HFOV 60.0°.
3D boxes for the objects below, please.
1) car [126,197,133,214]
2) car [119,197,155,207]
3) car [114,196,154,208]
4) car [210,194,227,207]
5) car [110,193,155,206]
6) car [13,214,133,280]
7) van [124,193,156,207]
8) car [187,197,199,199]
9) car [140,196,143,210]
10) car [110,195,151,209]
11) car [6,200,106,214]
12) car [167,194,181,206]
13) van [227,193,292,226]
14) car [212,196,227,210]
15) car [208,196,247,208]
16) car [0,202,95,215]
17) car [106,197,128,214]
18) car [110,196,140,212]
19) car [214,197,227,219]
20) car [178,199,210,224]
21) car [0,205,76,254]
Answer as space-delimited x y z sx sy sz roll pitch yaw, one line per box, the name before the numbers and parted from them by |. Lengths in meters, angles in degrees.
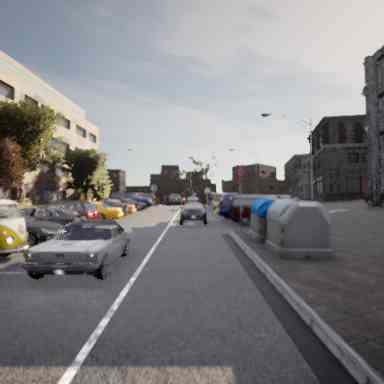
car | -7.681 1.425 27.446 4.792 1.488 2.163 0 0 0
car | -7.684 1.390 46.982 4.792 1.488 2.163 0 0 0
car | -7.653 1.348 44.150 5.008 1.535 2.097 0 0 0
car | 4.862 1.358 38.762 5.366 1.575 1.946 0 0 0
car | -7.625 1.101 41.415 5.566 2.045 2.435 0 0 0
car | -3.101 1.570 9.995 1.895 1.301 4.718 0 0 0
van | -7.771 1.168 49.771 4.442 1.987 1.878 0 -1 0
car | 0.096 1.351 41.042 1.882 1.535 5.008 0 0 0
car | -7.682 1.408 33.035 4.792 1.488 2.163 0 0 0
car | -7.624 1.391 38.622 4.792 1.488 2.163 0 0 0
car | -7.620 1.296 19.064 4.553 1.767 2.185 0 0 0
car | -3.005 1.338 57.785 2.150 2.045 5.566 0 -2 0
van | 4.795 1.186 22.140 4.442 1.987 1.878 0 0 0
car | 4.674 1.418 33.181 4.674 1.452 2.002 0 0 0
car | 4.681 1.348 44.470 5.008 1.535 2.097 0 0 0
car | -7.646 1.431 16.273 4.892 1.521 2.231 0 0 0
car | -7.838 1.401 24.654 5.366 1.575 1.946 0 0 0
car | -7.838 1.384 30.241 5.366 1.575 1.946 0 0 0
car | 4.675 1.426 30.514 4.674 1.452 2.002 0 0 0
car | 0.098 1.451 24.025 1.812 1.442 4.674 0 0 0
car | -7.657 1.439 13.479 4.892 1.521 2.231 0 0 0
